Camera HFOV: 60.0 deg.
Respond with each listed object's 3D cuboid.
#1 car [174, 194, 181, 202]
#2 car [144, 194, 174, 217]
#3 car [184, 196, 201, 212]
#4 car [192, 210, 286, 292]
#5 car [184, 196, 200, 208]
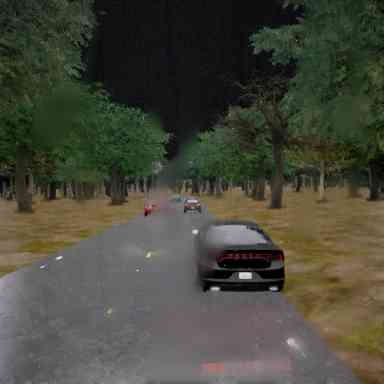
[{"bbox_3d":[-3.183,1.265,66.642,1.837,1.490,4.892,0,0,-1],"label":"car"},{"bbox_3d":[-3.149,1.172,31.304,2.150,2.045,5.566,0,0,0],"label":"car"},{"bbox_3d":[0.047,1.454,36.981,1.812,1.442,4.674,0,0,0],"label":"car"},{"bbox_3d":[1.036,1.477,8.956,1.882,1.535,5.008,0,0,0],"label":"car"},{"bbox_3d":[-0.029,1.368,47.170,2.128,1.511,4.902,0,0,0],"label":"car"}]
